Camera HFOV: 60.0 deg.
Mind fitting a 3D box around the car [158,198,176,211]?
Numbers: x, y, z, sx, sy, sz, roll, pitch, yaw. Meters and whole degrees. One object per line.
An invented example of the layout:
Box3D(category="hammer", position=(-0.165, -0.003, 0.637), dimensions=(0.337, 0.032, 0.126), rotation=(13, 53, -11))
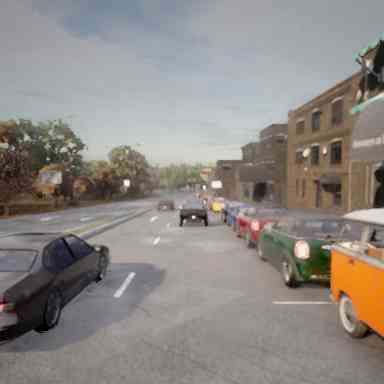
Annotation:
Box3D(category="car", position=(-3.127, 1.476, 41.009), dimensions=(1.837, 1.490, 4.892), rotation=(0, 0, 0))

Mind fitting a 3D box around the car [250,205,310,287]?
Box3D(category="car", position=(3.231, 1.348, 9.454), dimensions=(2.185, 1.767, 4.553), rotation=(0, 0, 0))

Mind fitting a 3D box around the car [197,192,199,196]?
Box3D(category="car", position=(3.293, 1.417, 93.895), dimensions=(2.231, 1.521, 4.892), rotation=(0, 0, 1))

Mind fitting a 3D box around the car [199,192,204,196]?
Box3D(category="car", position=(3.245, 1.180, 70.291), dimensions=(2.435, 2.045, 5.566), rotation=(0, 0, 0))

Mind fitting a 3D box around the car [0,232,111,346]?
Box3D(category="car", position=(-3.146, 1.543, 6.761), dimensions=(2.033, 1.411, 5.357), rotation=(0, 0, 0))

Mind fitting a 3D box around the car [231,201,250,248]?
Box3D(category="car", position=(3.234, 1.344, 14.979), dimensions=(2.185, 1.767, 4.553), rotation=(0, 0, 0))

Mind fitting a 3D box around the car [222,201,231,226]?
Box3D(category="car", position=(3.238, 1.506, 20.408), dimensions=(2.002, 1.452, 4.674), rotation=(0, 0, 0))

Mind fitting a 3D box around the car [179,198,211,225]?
Box3D(category="car", position=(0.112, 1.461, 23.760), dimensions=(1.882, 1.535, 5.008), rotation=(0, 0, 0))

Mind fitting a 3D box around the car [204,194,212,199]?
Box3D(category="car", position=(3.252, 1.444, 48.223), dimensions=(1.946, 1.575, 5.366), rotation=(0, 0, 0))

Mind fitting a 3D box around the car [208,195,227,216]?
Box3D(category="car", position=(3.245, 1.451, 37.170), dimensions=(1.946, 1.575, 5.366), rotation=(0, 0, 0))

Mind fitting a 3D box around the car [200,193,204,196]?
Box3D(category="car", position=(3.248, 1.437, 64.607), dimensions=(2.231, 1.521, 4.892), rotation=(0, 0, 0))

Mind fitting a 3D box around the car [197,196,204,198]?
Box3D(category="car", position=(0.124, 1.519, 41.420), dimensions=(2.033, 1.411, 5.357), rotation=(0, 0, 0))

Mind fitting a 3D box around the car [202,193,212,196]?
Box3D(category="car", position=(3.247, 1.440, 59.081), dimensions=(2.231, 1.521, 4.892), rotation=(0, 0, 0))

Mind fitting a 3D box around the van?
Box3D(category="van", position=(3.228, 1.251, 4.076), dimensions=(1.878, 1.987, 4.442), rotation=(0, 0, 0))
